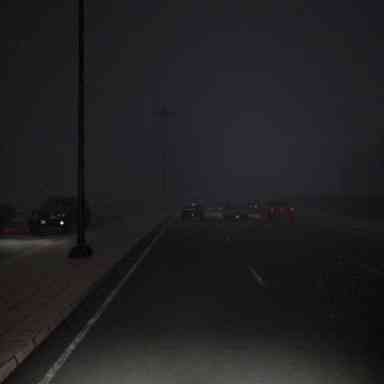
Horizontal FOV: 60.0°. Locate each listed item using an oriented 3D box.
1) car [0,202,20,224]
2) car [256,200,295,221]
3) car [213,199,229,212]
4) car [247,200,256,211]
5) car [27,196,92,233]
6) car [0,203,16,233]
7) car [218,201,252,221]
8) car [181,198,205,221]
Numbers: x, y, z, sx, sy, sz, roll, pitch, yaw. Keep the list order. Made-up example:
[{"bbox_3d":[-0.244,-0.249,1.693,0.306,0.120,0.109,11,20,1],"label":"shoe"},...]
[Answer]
[{"bbox_3d":[-14.995,1.570,24.681,1.837,1.490,4.892,0,0,1],"label":"car"},{"bbox_3d":[7.091,1.425,28.196,2.097,1.767,4.553,0,0,0],"label":"car"},{"bbox_3d":[3.701,1.598,40.699,2.128,1.511,4.902,0,0,1],"label":"car"},{"bbox_3d":[7.181,1.650,39.505,2.033,1.411,5.357,0,0,1],"label":"car"},{"bbox_3d":[-7.962,1.263,20.619,2.150,2.045,5.566,0,0,0],"label":"car"},{"bbox_3d":[-11.560,1.537,17.175,2.128,1.511,4.902,0,0,1],"label":"car"},{"bbox_3d":[3.597,1.675,28.430,1.895,1.301,4.718,0,0,1],"label":"car"},{"bbox_3d":[0.093,1.566,28.078,2.128,1.511,4.902,0,0,0],"label":"car"}]
